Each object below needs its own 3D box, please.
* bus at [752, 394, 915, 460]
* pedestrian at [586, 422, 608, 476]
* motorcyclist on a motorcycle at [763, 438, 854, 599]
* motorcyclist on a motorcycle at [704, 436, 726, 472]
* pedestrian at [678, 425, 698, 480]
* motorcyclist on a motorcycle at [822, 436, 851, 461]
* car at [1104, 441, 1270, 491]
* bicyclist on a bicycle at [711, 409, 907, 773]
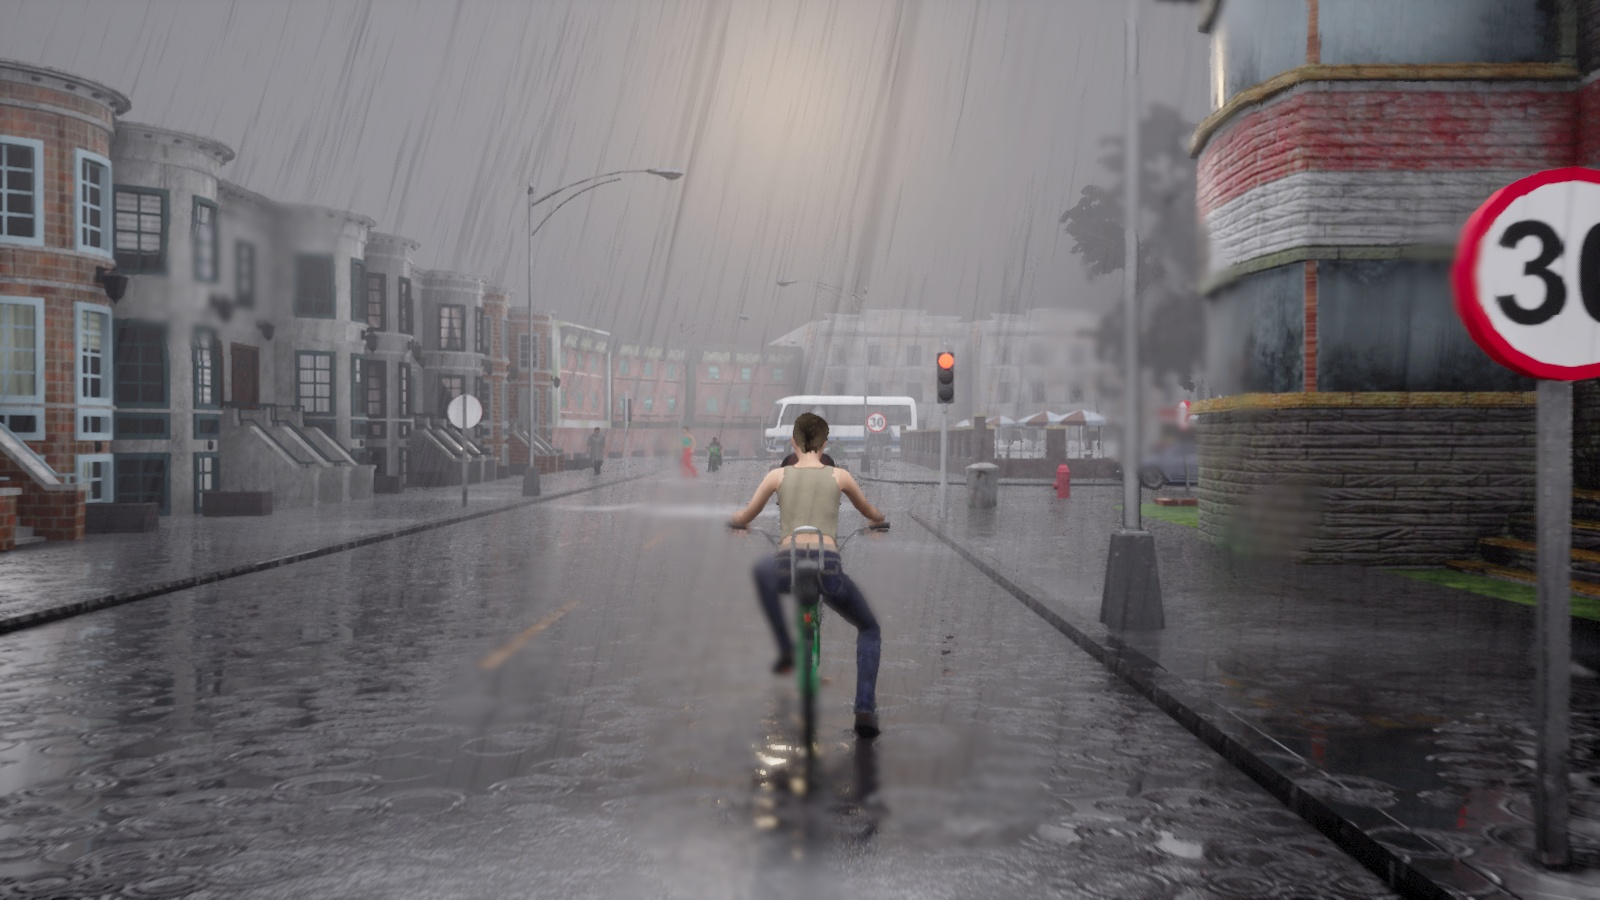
[{"bbox_3d":[2.206,-1.509,84.237,10.273,4.253,3.944,0,1,-13],"label":"bus"},{"bbox_3d":[-7.444,-0.027,46.003,0.659,1.952,0.873,0,1,-19],"label":"pedestrian"},{"bbox_3d":[0.088,0.645,13.082,0.866,1.530,2.191,0,1,0],"label":"motorcyclist on a motorcycle"},{"bbox_3d":[-3.700,0.159,54.601,0.797,1.523,2.044,0,1,0],"label":"motorcyclist on a motorcycle"},{"bbox_3d":[-3.765,0.097,42.210,0.594,1.836,0.345,0,1,-25],"label":"pedestrian"},{"bbox_3d":[2.332,-0.091,79.391,0.797,1.523,2.044,4,3,36],"label":"motorcyclist on a motorcycle"},{"bbox_3d":[11.131,0.441,36.362,4.181,1.385,1.994,0,1,0],"label":"car"},{"bbox_3d":[0.046,0.617,6.319,0.866,1.612,1.509,0,1,1],"label":"bicyclist on a bicycle"}]
